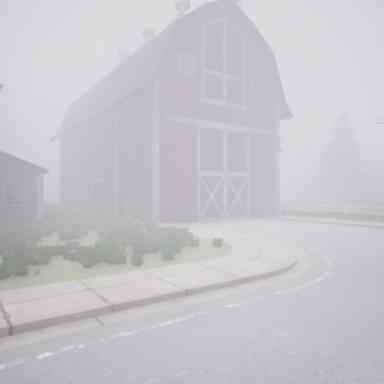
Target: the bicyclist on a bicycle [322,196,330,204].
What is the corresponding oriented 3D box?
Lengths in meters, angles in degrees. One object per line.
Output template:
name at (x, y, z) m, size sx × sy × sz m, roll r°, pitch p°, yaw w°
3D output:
bicyclist on a bicycle at (17.517, 1.288, 43.144) m, size 1.656 × 1.620 × 0.582 m, roll 46°, pitch -25°, yaw -24°
